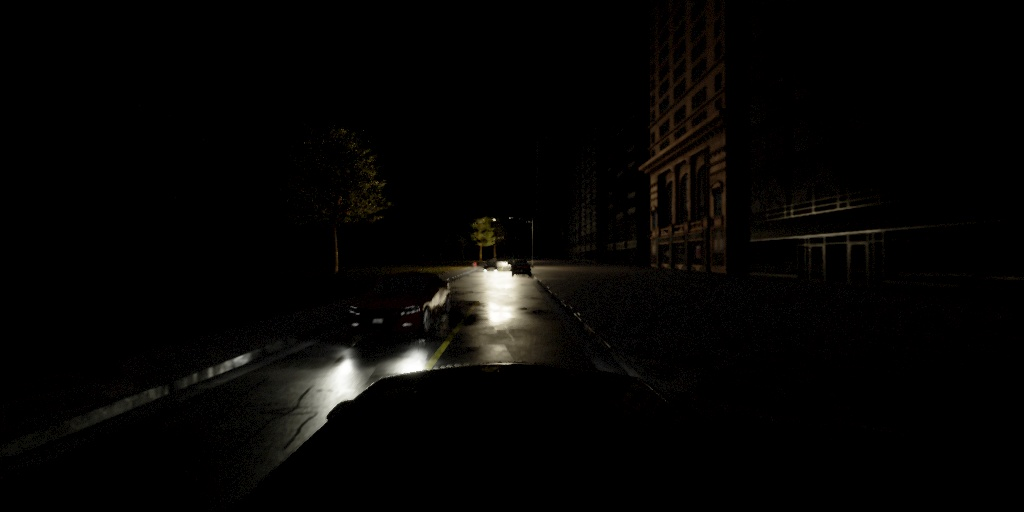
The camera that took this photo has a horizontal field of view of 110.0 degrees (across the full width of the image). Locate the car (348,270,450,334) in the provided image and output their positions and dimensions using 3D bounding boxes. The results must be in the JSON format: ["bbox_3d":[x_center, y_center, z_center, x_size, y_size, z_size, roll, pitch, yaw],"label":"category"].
[{"bbox_3d":[-3.104,1.228,10.790,1.882,1.535,5.008,0,0,0],"label":"car"}]

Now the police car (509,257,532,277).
[{"bbox_3d":[0.887,1.173,35.304,1.930,1.638,5.238,0,0,0],"label":"police car"}]

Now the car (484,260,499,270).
[{"bbox_3d":[-3.078,1.253,53.276,1.812,1.442,4.674,0,0,0],"label":"car"}]
